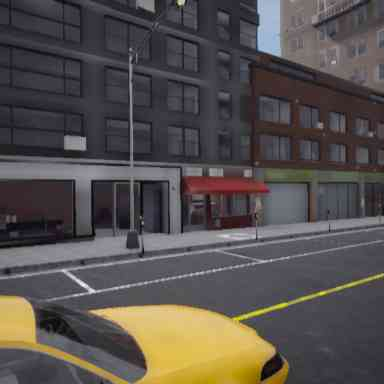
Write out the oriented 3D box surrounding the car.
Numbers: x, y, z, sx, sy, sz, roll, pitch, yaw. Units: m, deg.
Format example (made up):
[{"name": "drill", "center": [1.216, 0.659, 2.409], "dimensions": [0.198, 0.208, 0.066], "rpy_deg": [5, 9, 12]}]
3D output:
[{"name": "car", "center": [-1.550, 1.450, 2.328], "dimensions": [5.366, 1.575, 1.801], "rpy_deg": [0, 0, -35]}]
